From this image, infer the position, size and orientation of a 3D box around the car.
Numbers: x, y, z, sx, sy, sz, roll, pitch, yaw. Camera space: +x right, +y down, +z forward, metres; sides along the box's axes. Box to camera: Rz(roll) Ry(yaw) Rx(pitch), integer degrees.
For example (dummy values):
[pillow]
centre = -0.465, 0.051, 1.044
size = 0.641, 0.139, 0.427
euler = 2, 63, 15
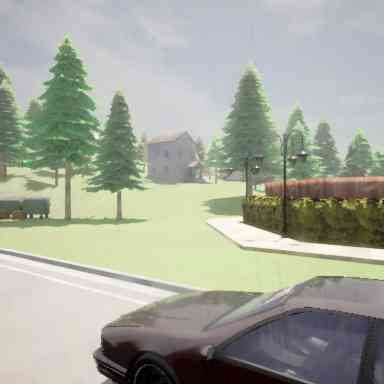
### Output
[car]
centre = 1.501, 1.547, 2.916
size = 5.357, 1.411, 2.033
euler = 0, 0, 36
